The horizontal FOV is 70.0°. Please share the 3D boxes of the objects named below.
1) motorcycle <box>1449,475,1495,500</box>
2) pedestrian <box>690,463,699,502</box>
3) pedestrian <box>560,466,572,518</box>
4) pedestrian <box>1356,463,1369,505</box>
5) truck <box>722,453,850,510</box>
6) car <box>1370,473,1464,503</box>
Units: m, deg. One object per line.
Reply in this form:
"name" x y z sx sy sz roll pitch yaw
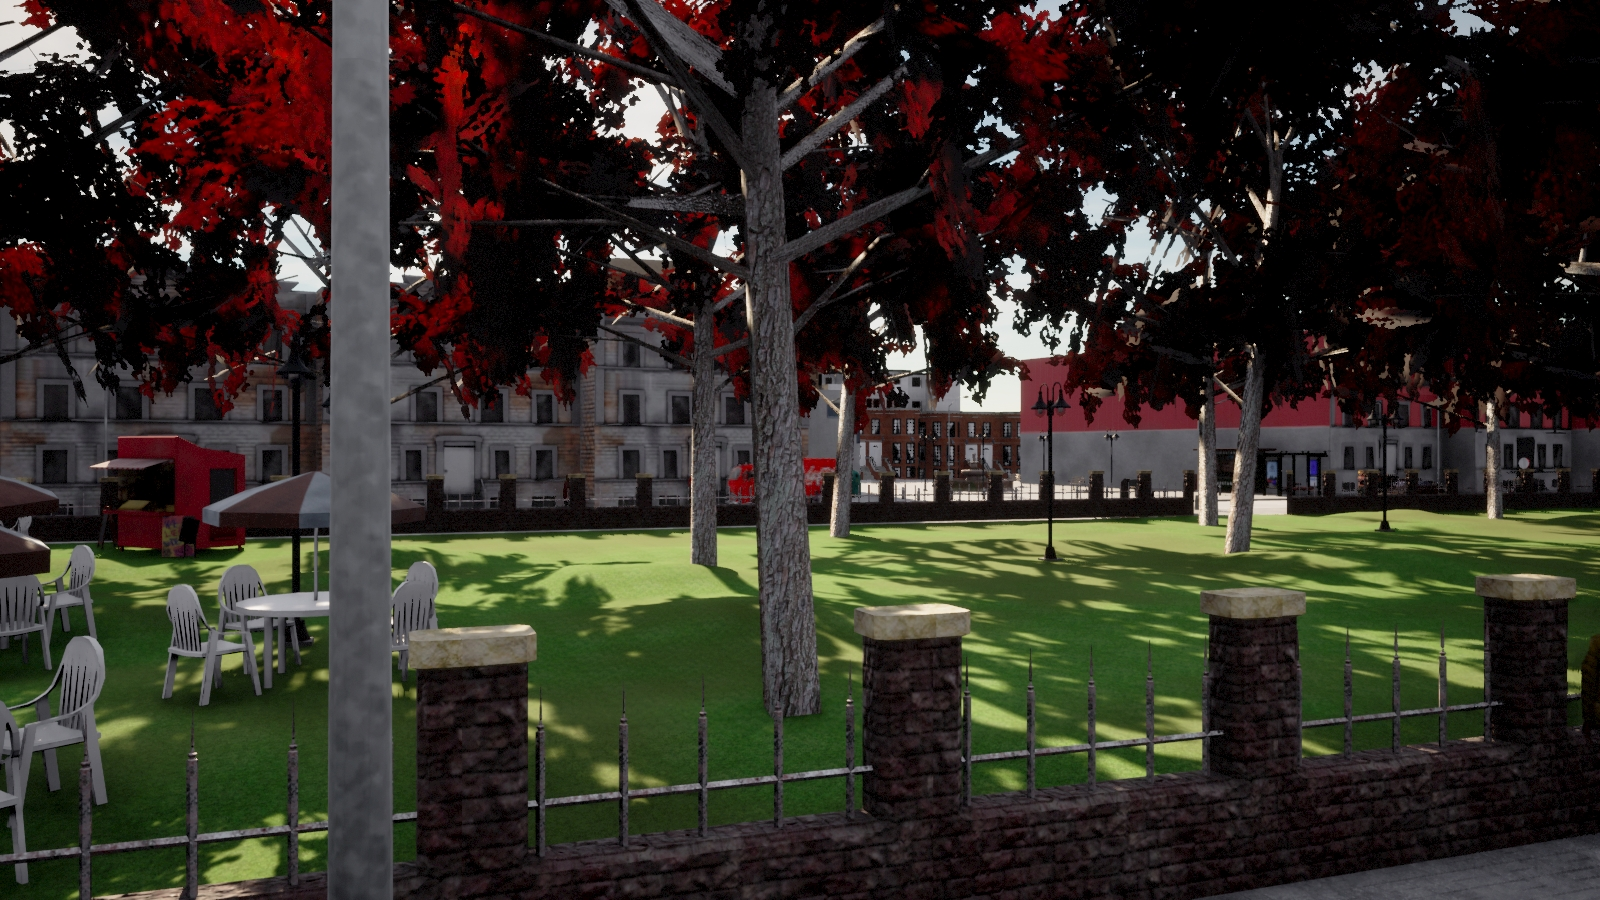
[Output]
"motorcycle" 35.749 1.971 60.799 2.356 1.277 0.764 0 0 -20
"pedestrian" -5.057 1.530 54.533 0.375 1.860 0.375 0 0 4
"pedestrian" -8.505 1.527 41.525 0.375 1.860 0.375 0 0 -16
"pedestrian" 25.611 1.542 51.987 0.375 1.860 0.375 0 0 -20
"truck" -0.643 1.355 51.785 5.204 2.467 2.627 0 0 -20
"car" 32.101 1.936 59.465 4.181 1.385 1.994 -1 0 -20
